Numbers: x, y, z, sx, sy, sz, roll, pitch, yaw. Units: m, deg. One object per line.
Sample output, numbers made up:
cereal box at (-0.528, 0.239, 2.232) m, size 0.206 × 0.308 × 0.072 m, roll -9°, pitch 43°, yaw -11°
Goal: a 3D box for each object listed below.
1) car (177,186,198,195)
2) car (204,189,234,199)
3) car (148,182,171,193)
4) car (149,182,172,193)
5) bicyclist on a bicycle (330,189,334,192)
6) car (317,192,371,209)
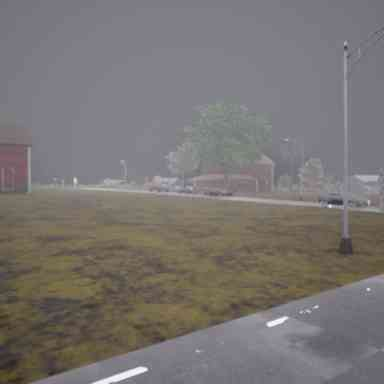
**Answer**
car at (-0.795, -0.316, 58.062) m, size 1.812 × 1.442 × 4.674 m, roll 0°, pitch 2°, yaw -35°
car at (3.737, 0.185, 46.805) m, size 1.895 × 1.301 × 4.718 m, roll 0°, pitch 2°, yaw -36°
car at (-6.503, -0.949, 65.895) m, size 2.150 × 2.045 × 5.566 m, roll 0°, pitch 2°, yaw -36°
car at (-5.312, -0.829, 59.533) m, size 1.812 × 1.442 × 4.674 m, roll 0°, pitch 2°, yaw -36°
bicyclist on a bicycle at (16.527, 0.528, 39.274) m, size 1.656 × 1.620 × 0.582 m, roll 0°, pitch 2°, yaw -36°
car at (14.491, 0.751, 31.856) m, size 2.128 × 1.511 × 4.902 m, roll 0°, pitch 2°, yaw -36°
